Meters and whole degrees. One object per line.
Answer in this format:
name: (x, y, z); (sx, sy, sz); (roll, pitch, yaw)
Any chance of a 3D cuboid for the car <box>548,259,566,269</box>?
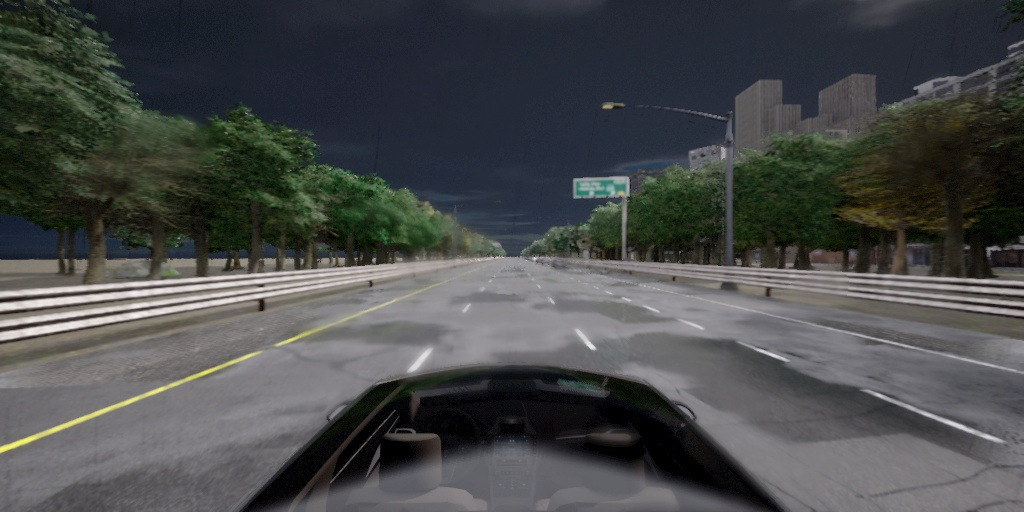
car: (7.131, 1.218, 54.796); (2.128, 1.511, 4.902); (0, 0, 0)
